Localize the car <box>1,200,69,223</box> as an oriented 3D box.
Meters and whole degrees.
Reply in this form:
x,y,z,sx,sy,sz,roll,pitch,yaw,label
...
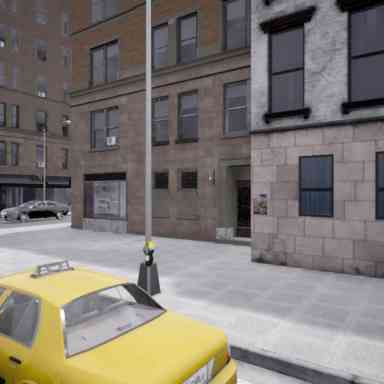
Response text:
x,y,z,sx,sy,sz,roll,pitch,yaw,label
-11.689,1.402,25.028,2.128,1.511,4.902,0,0,32,car

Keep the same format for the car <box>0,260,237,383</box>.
x,y,z,sx,sy,sz,roll,pitch,yaw,label
-1.858,1.525,4.073,4.829,1.417,1.752,0,0,34,car
